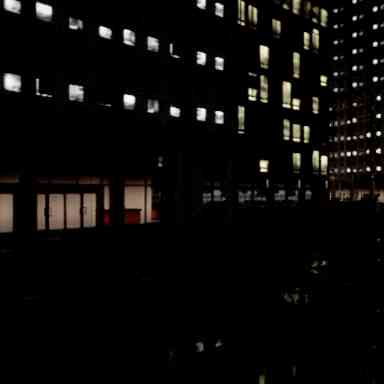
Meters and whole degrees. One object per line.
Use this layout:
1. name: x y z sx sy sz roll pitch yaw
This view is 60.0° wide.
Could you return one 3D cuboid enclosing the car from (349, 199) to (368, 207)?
1. car: 27.847 1.764 54.051 1.887 1.381 4.507 0 0 -34
